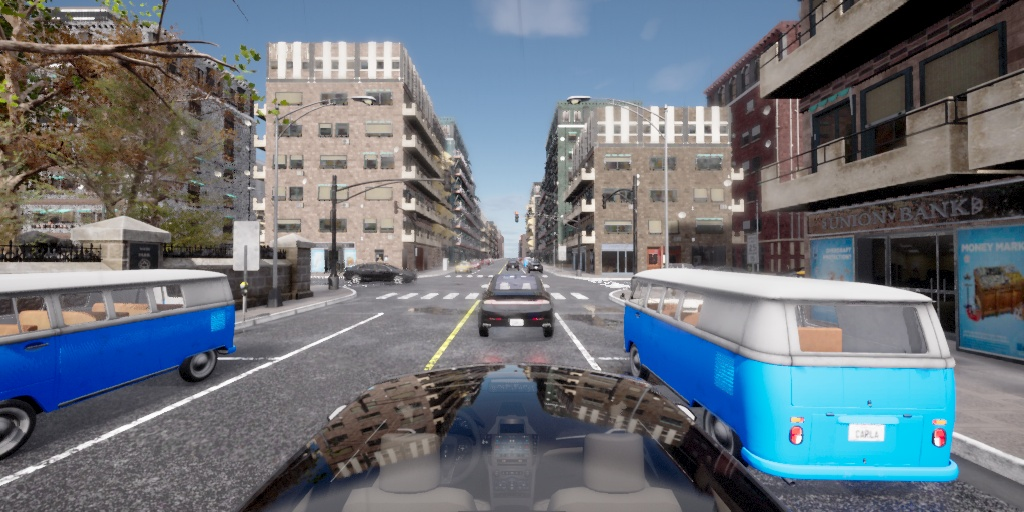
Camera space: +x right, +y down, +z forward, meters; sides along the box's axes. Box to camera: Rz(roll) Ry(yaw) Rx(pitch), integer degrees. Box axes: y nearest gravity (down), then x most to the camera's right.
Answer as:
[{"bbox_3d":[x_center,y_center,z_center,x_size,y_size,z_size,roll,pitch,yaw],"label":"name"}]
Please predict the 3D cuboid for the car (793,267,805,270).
[{"bbox_3d":[25.030,1.414,27.934,5.008,1.535,1.882,0,-1,1],"label":"car"}]

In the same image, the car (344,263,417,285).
[{"bbox_3d":[-9.141,1.232,25.152,4.892,1.490,1.837,1,0,1],"label":"car"}]

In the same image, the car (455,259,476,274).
[{"bbox_3d":[-5.659,1.289,42.331,1.751,1.417,4.829,0,0,0],"label":"car"}]

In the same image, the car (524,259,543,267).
[{"bbox_3d":[2.721,1.330,42.495,1.948,1.339,4.313,0,0,0],"label":"car"}]

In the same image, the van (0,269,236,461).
[{"bbox_3d":[-5.654,1.091,4.556,1.690,1.789,3.998,0,0,0],"label":"van"}]

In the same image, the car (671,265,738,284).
[{"bbox_3d":[14.973,1.443,28.062,4.181,1.385,1.994,0,-1,1],"label":"car"}]

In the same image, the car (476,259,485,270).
[{"bbox_3d":[-5.652,1.208,53.786,1.967,1.591,4.097,0,0,0],"label":"car"}]

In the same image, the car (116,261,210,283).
[{"bbox_3d":[-24.558,1.107,25.359,4.892,1.490,1.837,1,-1,1],"label":"car"}]

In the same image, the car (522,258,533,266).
[{"bbox_3d":[2.725,1.317,48.138,2.007,1.370,4.403,0,0,0],"label":"car"}]

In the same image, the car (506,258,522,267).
[{"bbox_3d":[0.139,1.294,52.607,1.812,1.442,4.674,0,0,0],"label":"car"}]

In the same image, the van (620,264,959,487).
[{"bbox_3d":[2.661,1.092,4.549,1.690,1.789,3.998,0,0,0],"label":"van"}]

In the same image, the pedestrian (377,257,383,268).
[{"bbox_3d":[-12.515,0.967,33.948,0.375,1.860,0.375,0,-1,1],"label":"pedestrian"}]

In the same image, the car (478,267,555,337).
[{"bbox_3d":[0.106,1.244,10.280,2.128,1.511,4.902,0,0,0],"label":"car"}]
